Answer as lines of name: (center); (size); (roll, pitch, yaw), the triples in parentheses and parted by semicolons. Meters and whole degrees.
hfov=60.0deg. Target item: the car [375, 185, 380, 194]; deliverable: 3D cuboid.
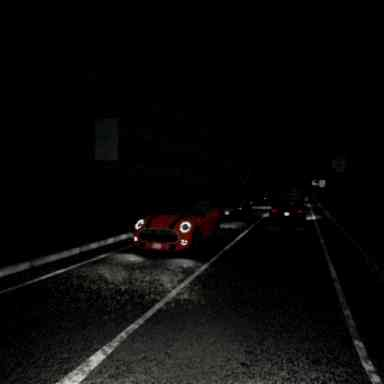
car: (40.846, -0.174, 67.999); (4.553, 1.767, 2.185); (1, 2, 17)

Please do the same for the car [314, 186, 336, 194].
car: (29.627, -0.504, 74.237); (4.553, 1.767, 2.185); (1, 2, 17)

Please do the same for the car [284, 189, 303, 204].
car: (12.522, 0.499, 40.882); (2.128, 1.511, 4.902); (1, 2, 18)

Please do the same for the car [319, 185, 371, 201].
car: (20.344, 0.147, 44.579); (5.566, 2.045, 2.435); (1, 2, 17)

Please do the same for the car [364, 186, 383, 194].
car: (44.980, -0.533, 81.493); (4.553, 1.767, 2.185); (1, 2, 17)

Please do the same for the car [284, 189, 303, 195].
car: (9.384, 0.735, 30.938); (1.882, 1.535, 5.008); (1, 2, 18)

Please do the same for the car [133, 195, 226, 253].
car: (-0.366, 1.018, 12.294); (2.097, 1.767, 4.553); (1, 2, 18)

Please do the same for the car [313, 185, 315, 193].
car: (27.076, -0.124, 66.160); (4.674, 1.452, 2.002); (1, 2, 17)

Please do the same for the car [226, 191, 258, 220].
car: (2.826, 0.920, 21.975); (2.128, 1.511, 4.902); (1, 2, 18)

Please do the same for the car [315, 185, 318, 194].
car: (25.373, 0.008, 60.773); (4.792, 1.488, 2.163); (1, 2, 17)

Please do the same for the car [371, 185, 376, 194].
car: (41.658, -0.121, 70.705); (5.008, 1.535, 2.097); (1, 2, 17)

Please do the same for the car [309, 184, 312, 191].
car: (28.580, -0.315, 71.608); (5.366, 1.575, 1.946); (1, 2, 17)

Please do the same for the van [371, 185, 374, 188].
van: (42.567, -0.413, 73.240); (4.442, 1.987, 1.878); (1, 2, 17)

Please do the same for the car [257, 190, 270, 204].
car: (7.254, 0.577, 35.456); (1.882, 1.535, 5.008); (1, 2, 18)

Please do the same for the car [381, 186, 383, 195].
car: (39.143, 0.094, 62.620); (5.008, 1.535, 2.097); (1, 2, 17)

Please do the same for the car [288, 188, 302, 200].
car: (15.453, 0.240, 49.976); (1.882, 1.535, 5.008); (1, 2, 18)

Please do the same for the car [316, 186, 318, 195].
car: (23.720, 0.162, 55.371); (4.674, 1.452, 2.002); (1, 2, 17)

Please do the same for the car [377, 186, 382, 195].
car: (39.972, 0.022, 65.318); (5.008, 1.535, 2.097); (1, 2, 17)

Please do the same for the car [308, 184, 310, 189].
car: (31.304, -0.773, 79.629); (5.566, 2.045, 2.435); (1, 2, 17)

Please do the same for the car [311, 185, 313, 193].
car: (28.095, -0.235, 68.800); (5.366, 1.575, 1.946); (1, 2, 17)

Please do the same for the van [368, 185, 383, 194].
van: (44.248, -0.556, 78.633); (4.442, 1.987, 1.878); (1, 2, 17)

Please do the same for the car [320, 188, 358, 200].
car: (22.041, 0.263, 49.976); (5.008, 1.535, 2.097); (1, 2, 17)

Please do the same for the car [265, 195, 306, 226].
car: (5.691, 1.098, 19.641); (1.994, 1.385, 4.181); (1, 2, 18)
